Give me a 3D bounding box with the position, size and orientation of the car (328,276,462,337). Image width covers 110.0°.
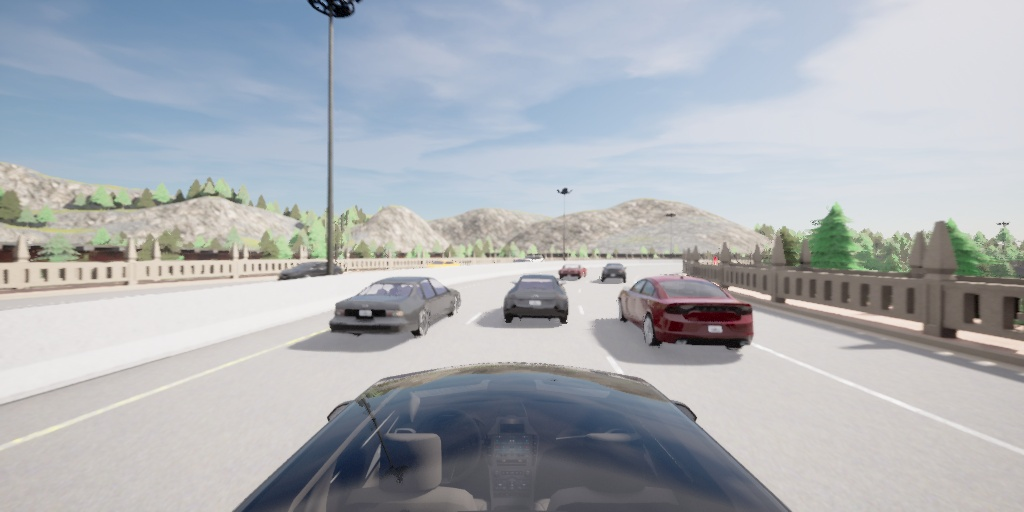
[{"bbox_3d":[-2.909,1.272,10.229,2.033,1.411,5.357,0,0,6],"label":"car"}]

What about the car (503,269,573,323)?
[{"bbox_3d":[0.896,1.302,12.207,1.994,1.385,4.181,0,0,7],"label":"car"}]

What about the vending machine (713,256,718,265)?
[{"bbox_3d":[29.303,0.992,51.328,1.100,2.100,0.880,0,0,39],"label":"vending machine"}]

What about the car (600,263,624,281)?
[{"bbox_3d":[8.275,1.269,28.970,1.812,1.442,4.674,0,0,18],"label":"car"}]

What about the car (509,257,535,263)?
[{"bbox_3d":[0.951,1.189,47.810,1.837,1.490,4.892,0,0,27],"label":"car"}]

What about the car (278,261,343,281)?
[{"bbox_3d":[-14.520,1.156,26.103,1.837,1.490,4.892,0,0,13],"label":"car"}]

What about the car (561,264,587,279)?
[{"bbox_3d":[5.449,1.328,31.572,1.895,1.301,4.718,0,0,20],"label":"car"}]

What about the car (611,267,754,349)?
[{"bbox_3d":[4.072,1.234,9.273,1.882,1.535,5.008,0,0,5],"label":"car"}]

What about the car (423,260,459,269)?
[{"bbox_3d":[-7.379,1.141,37.654,1.882,1.535,5.008,0,0,21],"label":"car"}]
